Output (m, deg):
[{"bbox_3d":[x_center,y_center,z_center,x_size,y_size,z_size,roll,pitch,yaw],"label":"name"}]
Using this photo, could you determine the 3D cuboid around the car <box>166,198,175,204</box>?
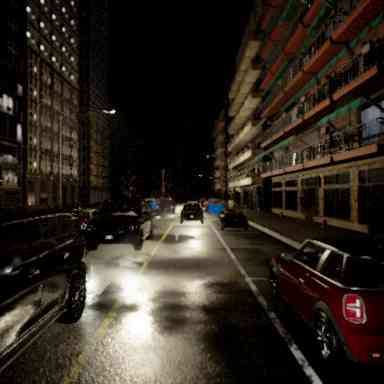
[{"bbox_3d":[-5.736,2.440,88.844,1.887,1.381,4.507,0,-1,0],"label":"car"}]

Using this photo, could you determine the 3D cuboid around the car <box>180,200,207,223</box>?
[{"bbox_3d":[0.018,1.746,28.005,1.882,1.535,5.008,0,0,1],"label":"car"}]

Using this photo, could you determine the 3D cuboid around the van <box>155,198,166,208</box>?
[{"bbox_3d":[-5.725,1.942,61.209,1.690,1.788,3.998,0,-1,0],"label":"van"}]

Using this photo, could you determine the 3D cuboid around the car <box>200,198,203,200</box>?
[{"bbox_3d":[0.055,1.932,45.403,2.128,1.511,4.902,0,-1,0],"label":"car"}]

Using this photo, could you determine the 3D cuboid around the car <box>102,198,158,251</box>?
[{"bbox_3d":[-3.078,1.365,15.252,2.150,2.045,5.566,0,-1,1],"label":"car"}]

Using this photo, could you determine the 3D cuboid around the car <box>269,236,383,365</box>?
[{"bbox_3d":[2.680,1.496,5.938,1.967,1.590,4.097,0,-1,0],"label":"car"}]

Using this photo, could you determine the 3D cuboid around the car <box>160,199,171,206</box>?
[{"bbox_3d":[-5.729,2.268,72.263,2.008,1.369,4.403,0,-1,0],"label":"car"}]

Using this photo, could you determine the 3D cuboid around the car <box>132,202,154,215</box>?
[{"bbox_3d":[-5.714,1.922,39.099,1.887,1.381,4.507,0,-1,0],"label":"car"}]

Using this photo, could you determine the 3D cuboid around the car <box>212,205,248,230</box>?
[{"bbox_3d":[2.673,1.780,22.519,1.947,1.339,4.313,0,-1,0],"label":"car"}]

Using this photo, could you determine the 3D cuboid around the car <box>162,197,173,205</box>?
[{"bbox_3d":[-5.733,2.091,77.792,2.192,1.841,5.009,0,-1,0],"label":"car"}]

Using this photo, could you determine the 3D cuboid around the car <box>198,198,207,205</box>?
[{"bbox_3d":[2.646,2.275,83.321,1.967,1.590,4.097,0,-1,0],"label":"car"}]

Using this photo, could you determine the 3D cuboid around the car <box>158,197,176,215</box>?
[{"bbox_3d":[-3.041,1.734,39.622,2.097,1.767,4.553,0,0,0],"label":"car"}]

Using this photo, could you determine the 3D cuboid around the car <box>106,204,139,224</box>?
[{"bbox_3d":[-5.709,1.792,27.873,1.752,1.417,4.829,0,-1,0],"label":"car"}]

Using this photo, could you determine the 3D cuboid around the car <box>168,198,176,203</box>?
[{"bbox_3d":[-5.739,2.506,94.371,2.008,1.369,4.403,0,-1,0],"label":"car"}]

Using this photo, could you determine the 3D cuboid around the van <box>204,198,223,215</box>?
[{"bbox_3d":[2.666,1.718,39.103,1.690,1.788,3.998,0,-1,0],"label":"van"}]

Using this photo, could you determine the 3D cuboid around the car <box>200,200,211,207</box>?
[{"bbox_3d":[2.654,2.225,66.738,1.947,1.339,4.313,0,-1,0],"label":"car"}]

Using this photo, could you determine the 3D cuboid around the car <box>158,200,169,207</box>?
[{"bbox_3d":[-5.726,2.240,66.734,1.802,1.307,4.206,0,-1,0],"label":"car"}]

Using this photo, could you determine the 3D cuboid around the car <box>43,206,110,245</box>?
[{"bbox_3d":[-5.705,1.601,16.990,1.967,1.590,4.097,0,-1,0],"label":"car"}]

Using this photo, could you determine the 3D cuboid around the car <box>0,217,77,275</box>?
[{"bbox_3d":[-5.701,1.673,11.462,1.947,1.339,4.313,0,-1,0],"label":"car"}]

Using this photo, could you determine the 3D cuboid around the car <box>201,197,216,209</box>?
[{"bbox_3d":[2.657,1.859,55.686,2.192,1.841,5.009,0,-1,0],"label":"car"}]

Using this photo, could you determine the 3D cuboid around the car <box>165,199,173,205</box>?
[{"bbox_3d":[-5.734,2.417,83.317,1.802,1.307,4.206,0,-1,0],"label":"car"}]

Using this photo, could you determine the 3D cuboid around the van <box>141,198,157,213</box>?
[{"bbox_3d":[-5.717,1.773,44.628,1.690,1.788,3.998,0,-1,0],"label":"van"}]

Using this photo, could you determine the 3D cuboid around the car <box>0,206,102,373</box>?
[{"bbox_3d":[-3.086,1.264,4.423,2.150,2.045,5.566,0,-1,0],"label":"car"}]
